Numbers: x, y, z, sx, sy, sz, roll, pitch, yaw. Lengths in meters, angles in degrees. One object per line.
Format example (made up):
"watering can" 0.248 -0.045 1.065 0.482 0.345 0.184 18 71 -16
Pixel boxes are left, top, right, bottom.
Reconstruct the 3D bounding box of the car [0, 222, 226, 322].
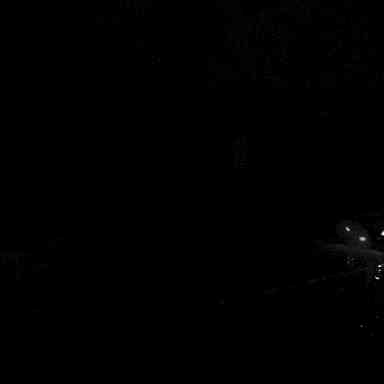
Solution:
"car" -1.795 1.375 7.000 5.357 1.411 2.033 0 1 -34

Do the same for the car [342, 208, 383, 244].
"car" 8.619 1.380 13.955 5.357 1.411 2.033 0 1 -34
